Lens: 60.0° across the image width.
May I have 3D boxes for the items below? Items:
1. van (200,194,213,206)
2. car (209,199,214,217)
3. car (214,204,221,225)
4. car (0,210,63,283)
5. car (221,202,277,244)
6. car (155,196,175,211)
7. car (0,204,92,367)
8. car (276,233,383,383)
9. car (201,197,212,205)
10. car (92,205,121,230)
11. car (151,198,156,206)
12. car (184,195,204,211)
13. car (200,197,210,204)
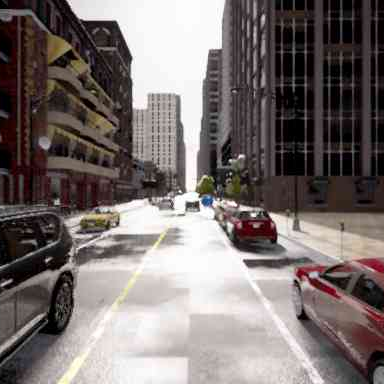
[{"bbox_3d":[2.633,1.387,55.406,1.690,1.788,3.998,0,0,0],"label":"van"},{"bbox_3d":[2.662,1.531,27.256,1.752,1.417,4.829,0,0,0],"label":"car"},{"bbox_3d":[2.669,1.544,21.424,1.887,1.381,4.507,0,0,0],"label":"car"},{"bbox_3d":[-5.699,1.436,10.088,1.967,1.590,4.097,0,0,0],"label":"car"},{"bbox_3d":[2.674,1.436,15.762,1.967,1.590,4.097,0,0,0],"label":"car"},{"bbox_3d":[-3.134,1.551,41.636,1.812,1.442,4.674,0,0,0],"label":"car"},{"bbox_3d":[-3.105,1.220,3.798,2.150,2.045,5.566,0,0,0],"label":"car"},{"bbox_3d":[2.686,1.542,4.435,1.887,1.381,4.507,0,0,0],"label":"car"},{"bbox_3d":[2.627,1.581,61.240,1.752,1.417,4.829,0,0,0],"label":"car"},{"bbox_3d":[-5.711,1.525,21.245,1.752,1.417,4.829,0,0,0],"label":"car"},{"bbox_3d":[-5.747,1.571,55.227,1.752,1.417,4.829,0,0,0],"label":"car"},{"bbox_3d":[0.058,1.517,42.177,2.128,1.511,4.902,0,0,0],"label":"car"},{"bbox_3d":[2.621,1.649,66.733,1.802,1.307,4.206,0,0,0],"label":"car"}]
